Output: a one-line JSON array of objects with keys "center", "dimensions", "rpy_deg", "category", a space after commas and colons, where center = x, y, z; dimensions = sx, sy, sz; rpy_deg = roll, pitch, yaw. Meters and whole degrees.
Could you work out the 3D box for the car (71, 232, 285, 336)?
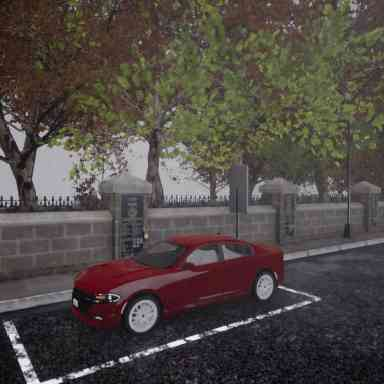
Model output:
[{"center": [-0.052, 1.545, 6.681], "dimensions": [4.507, 1.381, 1.887], "rpy_deg": [0, 0, -36], "category": "car"}]
